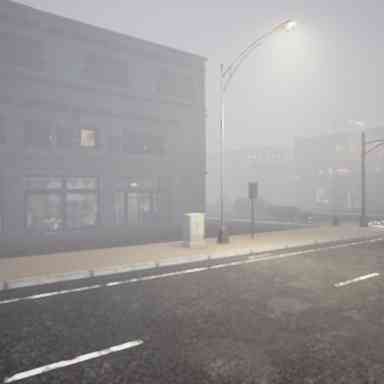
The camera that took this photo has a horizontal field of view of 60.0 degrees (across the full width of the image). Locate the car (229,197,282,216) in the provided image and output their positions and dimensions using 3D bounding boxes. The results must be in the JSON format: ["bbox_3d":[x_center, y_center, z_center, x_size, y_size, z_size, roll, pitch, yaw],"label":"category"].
[{"bbox_3d":[7.122,1.580,37.608,2.150,2.045,5.566,-1,0,-35],"label":"car"}]

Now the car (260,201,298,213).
[{"bbox_3d":[10.986,1.882,42.154,2.008,1.369,4.403,-1,0,-35],"label":"car"}]

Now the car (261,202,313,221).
[{"bbox_3d":[8.896,1.868,30.427,1.947,1.339,4.313,-1,0,-35],"label":"car"}]

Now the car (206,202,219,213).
[{"bbox_3d":[0.948,1.900,41.805,1.967,1.590,4.097,-1,0,-35],"label":"car"}]

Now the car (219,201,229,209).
[{"bbox_3d":[4.570,2.038,51.174,1.802,1.307,4.206,-1,0,-35],"label":"car"}]
